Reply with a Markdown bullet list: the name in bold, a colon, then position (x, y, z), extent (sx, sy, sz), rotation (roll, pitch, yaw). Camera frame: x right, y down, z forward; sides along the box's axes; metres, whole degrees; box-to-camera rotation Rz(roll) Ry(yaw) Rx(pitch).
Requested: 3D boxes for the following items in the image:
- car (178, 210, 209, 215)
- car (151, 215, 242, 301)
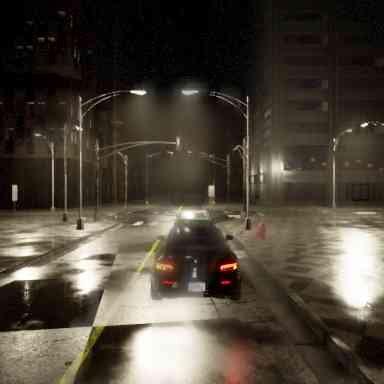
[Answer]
- **car**: position (0.074, 1.593, 17.235), extent (1.895, 1.301, 4.718), rotation (0, 0, 0)
- **car**: position (0.085, 1.523, 8.210), extent (1.812, 1.442, 4.674), rotation (0, 0, 0)
